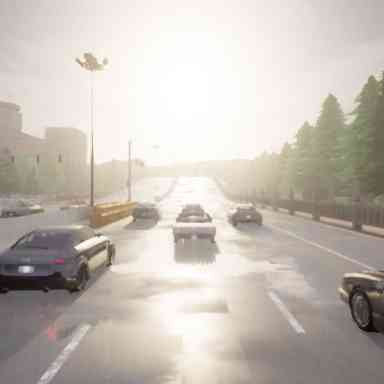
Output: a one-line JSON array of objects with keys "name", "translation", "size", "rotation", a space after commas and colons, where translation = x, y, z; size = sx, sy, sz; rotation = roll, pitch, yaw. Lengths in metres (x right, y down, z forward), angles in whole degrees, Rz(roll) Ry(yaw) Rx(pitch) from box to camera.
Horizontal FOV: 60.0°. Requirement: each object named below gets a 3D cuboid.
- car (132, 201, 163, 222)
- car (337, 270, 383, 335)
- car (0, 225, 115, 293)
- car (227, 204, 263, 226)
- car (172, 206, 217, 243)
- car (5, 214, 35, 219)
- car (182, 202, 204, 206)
[{"name": "car", "translation": [-3.403, 1.453, 26.075], "size": [1.882, 1.535, 5.008], "rotation": [0, 0, 0]}, {"name": "car", "translation": [3.595, 1.543, 3.718], "size": [2.033, 1.411, 5.357], "rotation": [0, 0, 0]}, {"name": "car", "translation": [-3.402, 1.556, 8.835], "size": [1.994, 1.385, 4.181], "rotation": [0, 0, 0]}, {"name": "car", "translation": [3.597, 1.541, 23.175], "size": [1.994, 1.385, 4.181], "rotation": [0, 0, 0]}, {"name": "car", "translation": [0.097, 1.585, 15.976], "size": [1.895, 1.301, 4.718], "rotation": [0, 0, 0]}, {"name": "car", "translation": [-14.079, 1.538, 27.923], "size": [1.994, 1.385, 4.181], "rotation": [0, 0, 0]}, {"name": "car", "translation": [0.097, 1.536, 28.535], "size": [1.994, 1.385, 4.181], "rotation": [0, 0, 0]}]
